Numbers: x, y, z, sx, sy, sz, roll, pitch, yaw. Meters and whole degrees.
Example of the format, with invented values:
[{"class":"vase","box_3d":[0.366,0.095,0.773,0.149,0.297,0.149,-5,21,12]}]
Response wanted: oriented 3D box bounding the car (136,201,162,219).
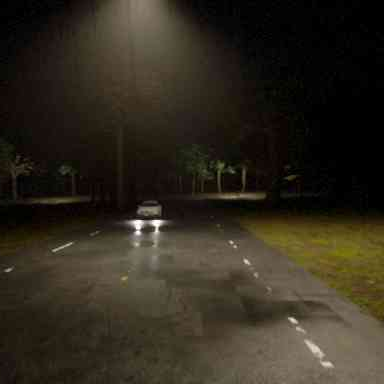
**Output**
[{"class":"car","box_3d":[-3.580,1.506,28.533,1.812,1.442,4.674,0,0,0]}]
